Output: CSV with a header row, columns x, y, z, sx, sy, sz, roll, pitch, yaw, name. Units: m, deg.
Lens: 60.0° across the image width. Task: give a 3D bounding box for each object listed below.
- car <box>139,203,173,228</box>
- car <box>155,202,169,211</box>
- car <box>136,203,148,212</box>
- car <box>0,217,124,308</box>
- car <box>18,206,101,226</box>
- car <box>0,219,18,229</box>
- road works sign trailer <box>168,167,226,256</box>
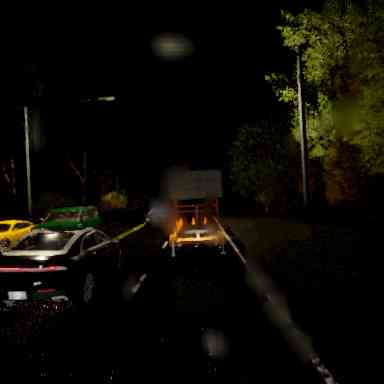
x,y,z,sx,sy,sz,roll,pitch,yaw,name
-2.658,1.972,27.411,2.033,1.411,5.357,-5,2,1,car
-5.294,2.606,59.190,1.994,1.385,4.181,-3,-1,2,car
-8.572,2.663,58.341,1.882,1.535,5.008,-3,-1,2,car
-2.984,1.610,8.186,2.128,1.511,4.902,0,-1,1,car
-6.327,1.827,17.269,2.150,2.045,5.566,-3,-1,1,car
-9.566,2.230,17.054,1.882,1.535,5.008,-3,-1,1,car
0.209,0.733,14.676,2.380,3.560,2.880,-3,-1,1,road works sign trailer
